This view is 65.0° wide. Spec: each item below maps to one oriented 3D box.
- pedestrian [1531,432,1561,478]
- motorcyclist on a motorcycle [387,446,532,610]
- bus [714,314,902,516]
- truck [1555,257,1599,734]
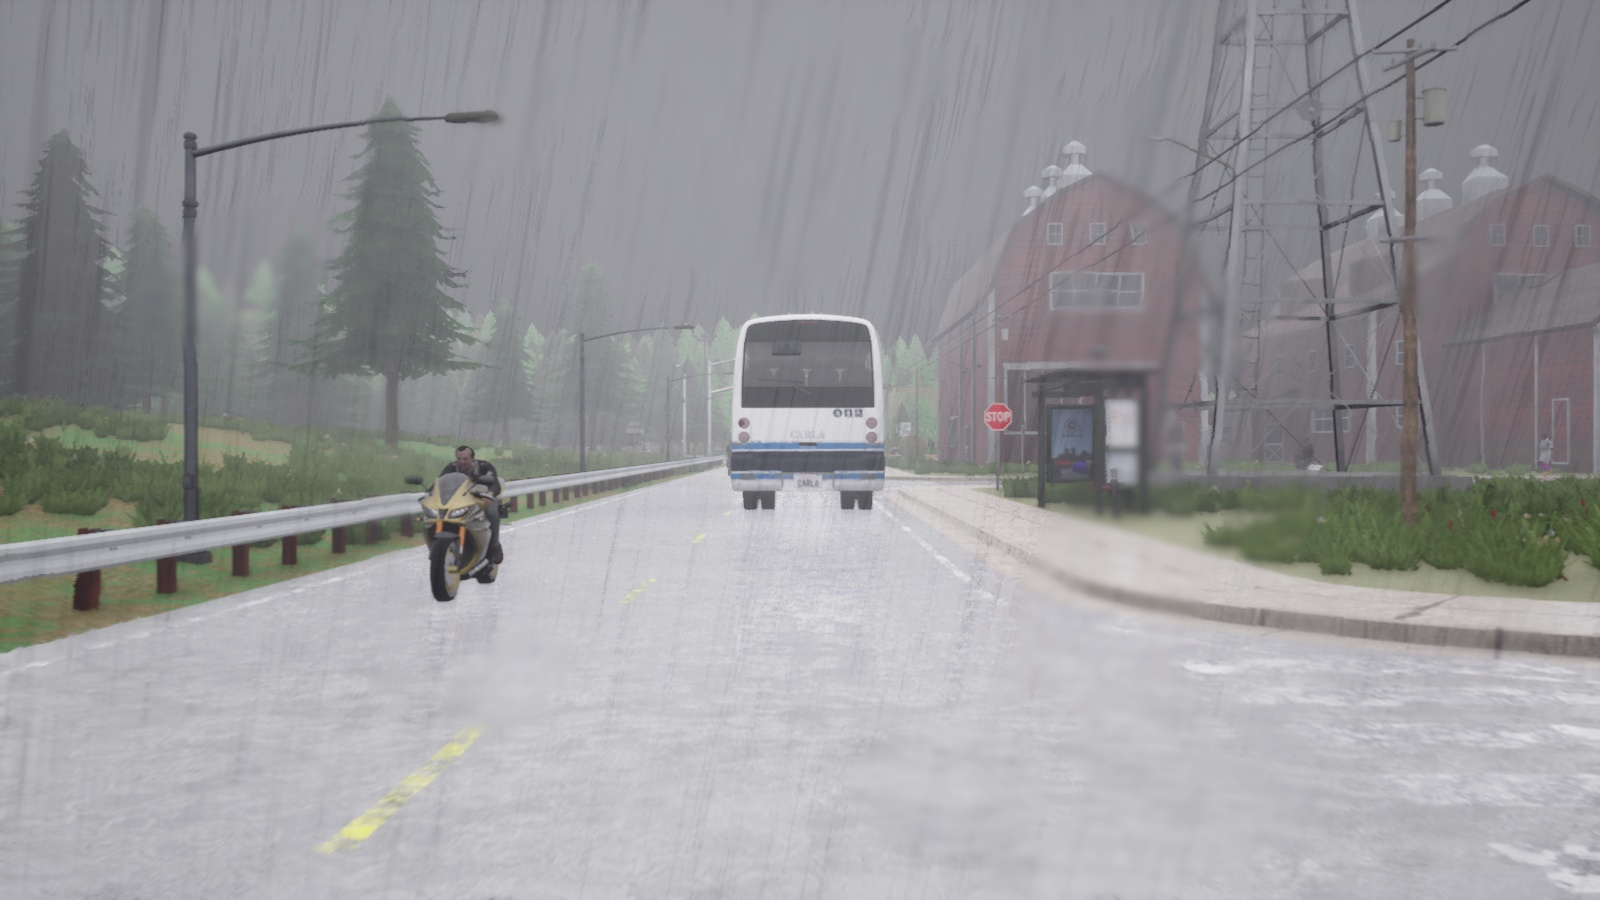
[{"bbox_3d":[31.817,0.215,53.557,0.873,1.952,0.659,0,0,-2],"label":"pedestrian"},{"bbox_3d":[-3.412,0.728,12.815,0.866,1.530,2.191,0,0,0],"label":"motorcyclist on a motorcycle"},{"bbox_3d":[0.195,-0.755,31.474,3.944,4.253,10.273,0,0,0],"label":"bus"},{"bbox_3d":[6.857,0.244,5.863,5.204,2.467,2.627,0,0,-8],"label":"truck"}]
